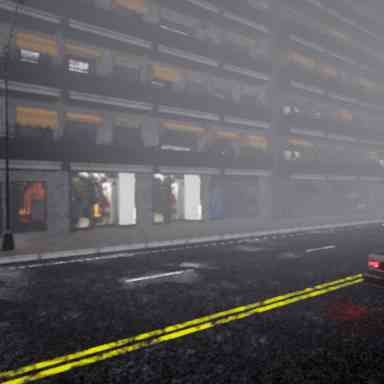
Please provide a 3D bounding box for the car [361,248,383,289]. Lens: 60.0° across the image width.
[{"bbox_3d":[6.131,1.545,7.834,5.357,1.411,2.033,0,0,-35],"label":"car"}]
